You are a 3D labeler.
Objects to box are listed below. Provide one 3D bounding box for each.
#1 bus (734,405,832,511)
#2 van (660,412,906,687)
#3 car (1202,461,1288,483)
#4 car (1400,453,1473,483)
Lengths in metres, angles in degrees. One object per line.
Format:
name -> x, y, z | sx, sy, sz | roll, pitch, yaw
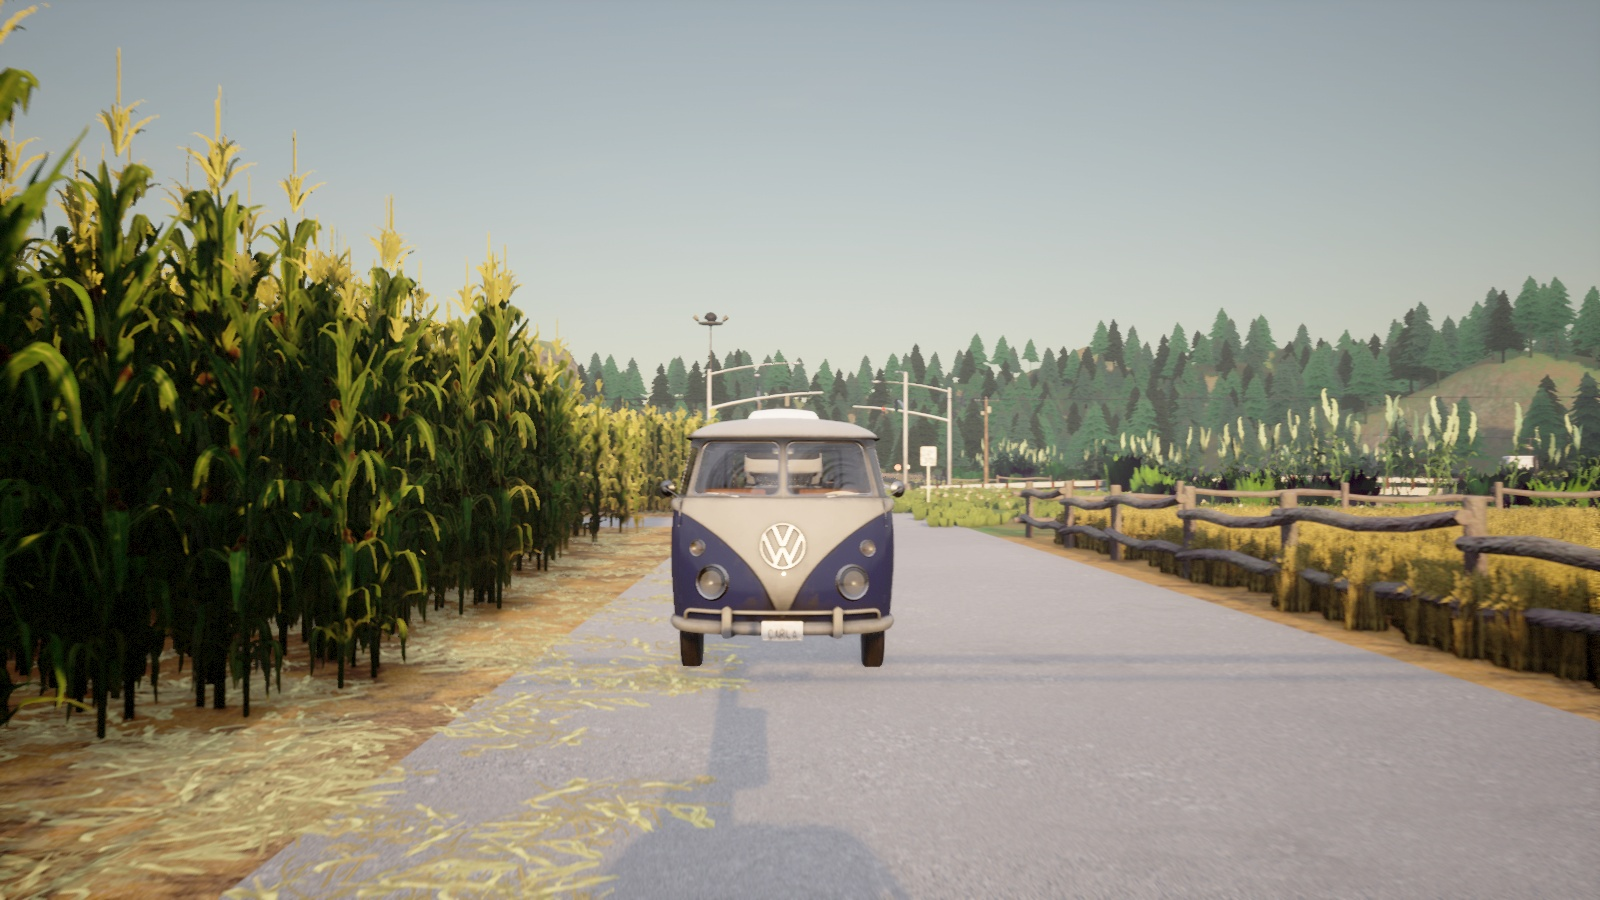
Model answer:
bus -> -0.765, 0.401, 55.921 | 3.944, 4.253, 10.273 | 0, -1, -1
van -> -0.153, 0.765, 11.353 | 1.775, 1.987, 4.442 | 0, -1, -1
car -> 31.142, 1.524, 88.068 | 5.357, 1.411, 2.033 | -1, -1, 7
car -> 42.168, 1.222, 83.206 | 3.866, 1.878, 1.905 | 1, -1, 7
